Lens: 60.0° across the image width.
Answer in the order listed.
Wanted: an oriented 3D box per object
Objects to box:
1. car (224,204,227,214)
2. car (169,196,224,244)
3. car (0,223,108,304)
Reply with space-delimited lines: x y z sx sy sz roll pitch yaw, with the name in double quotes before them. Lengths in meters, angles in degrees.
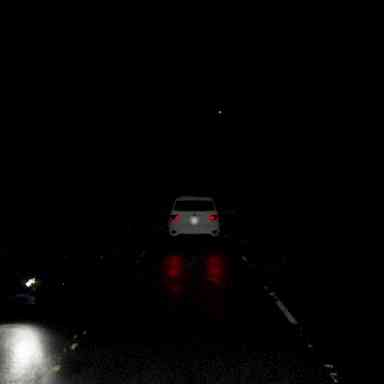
"car" 1.893 1.432 32.342 1.837 1.490 4.892 -2 -1 25
"car" 0.096 1.189 15.816 2.150 2.045 5.566 0 0 0
"car" -3.599 1.531 8.511 2.033 1.411 5.357 0 0 0
